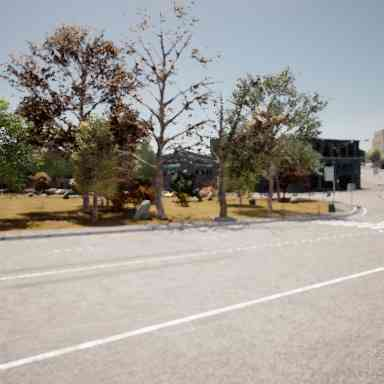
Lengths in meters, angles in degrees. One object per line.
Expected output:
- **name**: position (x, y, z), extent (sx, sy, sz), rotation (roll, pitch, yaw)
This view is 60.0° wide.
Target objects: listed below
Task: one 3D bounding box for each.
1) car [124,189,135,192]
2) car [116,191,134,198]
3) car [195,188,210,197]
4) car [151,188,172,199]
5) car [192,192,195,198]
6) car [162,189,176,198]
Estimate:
- **car**: position (-13.673, 0.330, 78.028), extent (2.435, 2.045, 5.566), rotation (0, 2, 18)
- **car**: position (-16.018, 0.556, 79.888), extent (2.231, 1.521, 4.892), rotation (-1, 2, 18)
- **car**: position (2.950, 0.233, 65.505), extent (2.435, 2.045, 5.566), rotation (-1, 1, 16)
- **car**: position (-6.582, 0.342, 72.661), extent (2.435, 2.045, 5.566), rotation (-1, 1, 17)
- **car**: position (0.562, 0.265, 67.324), extent (2.435, 2.045, 5.566), rotation (-2, 1, 16)
- **car**: position (-4.246, 0.580, 70.665), extent (1.946, 1.575, 5.366), rotation (-1, 2, 17)
